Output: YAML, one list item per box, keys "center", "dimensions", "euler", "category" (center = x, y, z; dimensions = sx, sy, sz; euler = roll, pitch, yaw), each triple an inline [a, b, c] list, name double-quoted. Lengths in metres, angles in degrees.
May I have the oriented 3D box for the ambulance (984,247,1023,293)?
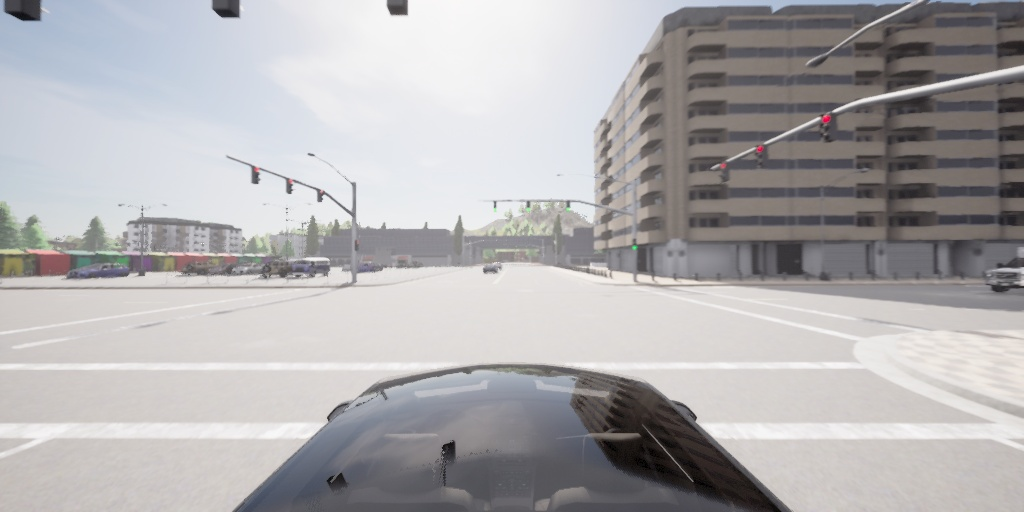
- center: [28.354, 0.743, 18.276]
  dimensions: [6.366, 2.431, 2.351]
  euler: [0, -1, 1]
  category: "ambulance"

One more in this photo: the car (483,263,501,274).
- center: [-2.990, 1.795, 49.888]
  dimensions: [1.895, 1.301, 4.718]
  euler: [0, -1, 1]
  category: "car"
